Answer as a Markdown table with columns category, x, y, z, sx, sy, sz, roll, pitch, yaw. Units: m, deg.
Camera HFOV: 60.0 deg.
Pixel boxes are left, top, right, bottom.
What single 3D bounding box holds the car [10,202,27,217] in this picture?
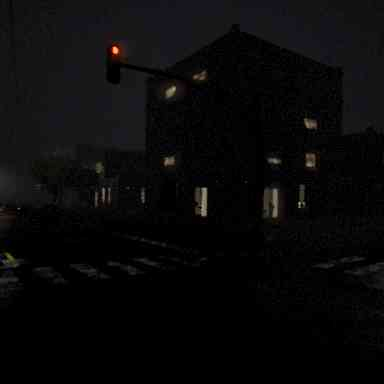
| category | x | y | z | sx | sy | sz | roll | pitch | yaw |
| --- | --- | --- | --- | --- | --- | --- | --- | --- | --- |
| car | -18.050 | 1.964 | 35.998 | 2.008 | 1.369 | 4.403 | 1 | -1 | -35 |

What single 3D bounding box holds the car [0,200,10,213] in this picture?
| category | x | y | z | sx | sy | sz | roll | pitch | yaw |
| --- | --- | --- | --- | --- | --- | --- | --- | --- | --- |
| car | -24.533 | 2.037 | 45.174 | 1.752 | 1.417 | 4.829 | 1 | -1 | -35 |

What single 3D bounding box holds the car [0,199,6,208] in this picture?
| category | x | y | z | sx | sy | sz | roll | pitch | yaw |
| --- | --- | --- | --- | --- | --- | --- | --- | --- | --- |
| car | -34.949 | 2.113 | 59.946 | 1.967 | 1.590 | 4.097 | 1 | -1 | -35 |

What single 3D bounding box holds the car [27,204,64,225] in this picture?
| category | x | y | z | sx | sy | sz | roll | pitch | yaw |
| --- | --- | --- | --- | --- | --- | --- | --- | --- | --- |
| car | -11.844 | 1.759 | 27.138 | 1.967 | 1.590 | 4.097 | 1 | -1 | -35 |
